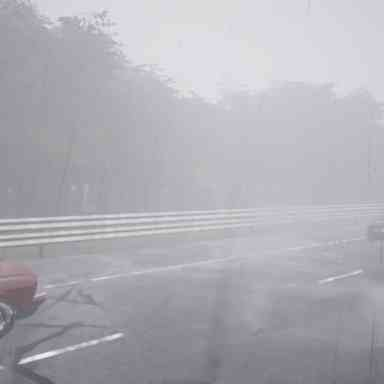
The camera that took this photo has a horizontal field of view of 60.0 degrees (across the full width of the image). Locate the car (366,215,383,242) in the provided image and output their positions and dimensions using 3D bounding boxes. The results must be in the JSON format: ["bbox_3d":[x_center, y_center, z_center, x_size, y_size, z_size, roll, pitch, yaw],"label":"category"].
[{"bbox_3d":[9.709,1.539,14.964,4.181,1.385,1.994,-1,0,-36],"label":"car"}]

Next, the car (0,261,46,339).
[{"bbox_3d":[-4.695,1.578,4.692,4.718,1.301,1.895,-1,0,-36],"label":"car"}]
